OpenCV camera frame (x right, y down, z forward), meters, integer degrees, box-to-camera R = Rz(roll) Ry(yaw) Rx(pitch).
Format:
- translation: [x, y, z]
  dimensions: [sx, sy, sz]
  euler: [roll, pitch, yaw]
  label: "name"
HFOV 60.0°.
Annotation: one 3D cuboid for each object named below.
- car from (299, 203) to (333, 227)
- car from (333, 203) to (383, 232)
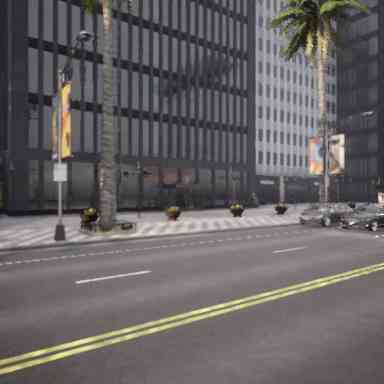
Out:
- translation: [9.412, 1.523, 22.969]
  dimensions: [4.892, 1.521, 2.231]
  euler: [0, 0, -35]
  label: "car"
- translation: [11.069, 1.546, 20.481]
  dimensions: [4.892, 1.490, 1.837]
  euler: [0, 0, -35]
  label: "car"
